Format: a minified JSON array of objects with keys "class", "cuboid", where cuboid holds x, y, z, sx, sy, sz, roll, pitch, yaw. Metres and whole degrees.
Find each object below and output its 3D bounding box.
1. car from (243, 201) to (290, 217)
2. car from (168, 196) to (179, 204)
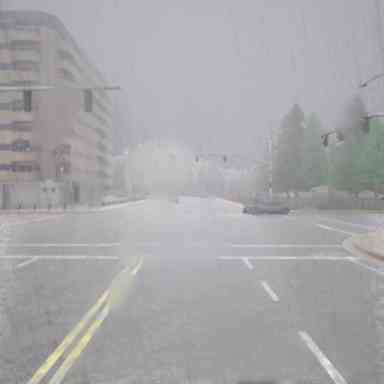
[{"class":"car","cuboid":[6.857,1.509,30.887,4.181,1.385,1.994,-1,0,0]},{"class":"car","cuboid":[-3.454,1.445,63.653,2.128,1.511,4.902,0,0,1]}]
